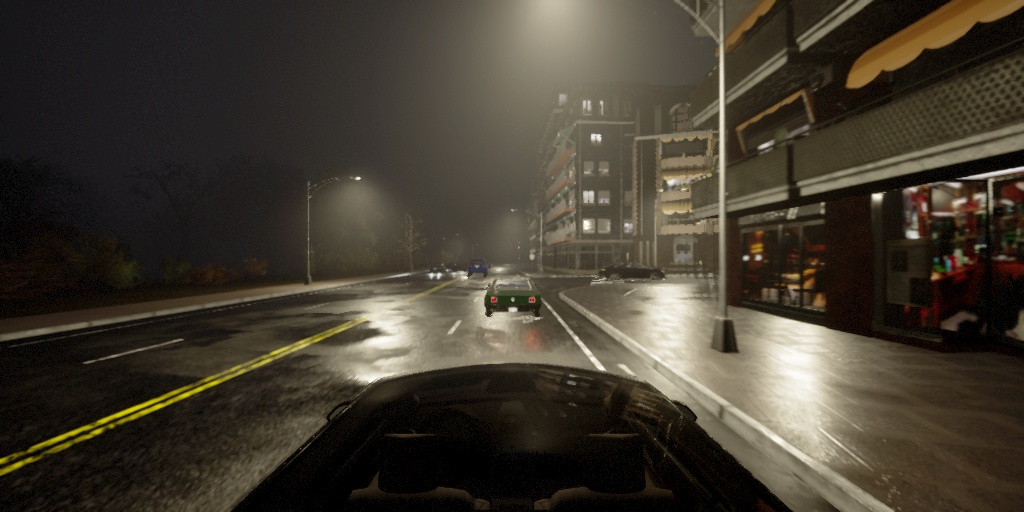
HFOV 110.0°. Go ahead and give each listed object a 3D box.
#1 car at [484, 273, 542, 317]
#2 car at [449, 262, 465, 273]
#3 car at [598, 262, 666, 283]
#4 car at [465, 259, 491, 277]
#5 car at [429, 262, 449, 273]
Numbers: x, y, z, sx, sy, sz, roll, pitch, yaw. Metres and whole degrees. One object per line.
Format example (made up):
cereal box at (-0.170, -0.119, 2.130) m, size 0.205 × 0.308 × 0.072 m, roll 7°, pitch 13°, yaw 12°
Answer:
car at (0.014, 1.454, 13.715) m, size 1.895 × 1.301 × 4.718 m, roll 0°, pitch 0°, yaw -1°
car at (-7.821, 1.787, 53.568) m, size 1.994 × 1.385 × 4.181 m, roll 0°, pitch -1°, yaw -2°
car at (9.112, 1.200, 27.293) m, size 4.902 × 1.511 × 2.128 m, roll -1°, pitch -2°, yaw 4°
car at (-3.911, 1.331, 41.775) m, size 2.150 × 2.045 × 5.566 m, roll 0°, pitch -1°, yaw -2°
car at (-11.080, 1.719, 53.697) m, size 2.128 × 1.511 × 4.902 m, roll 0°, pitch -1°, yaw -2°
